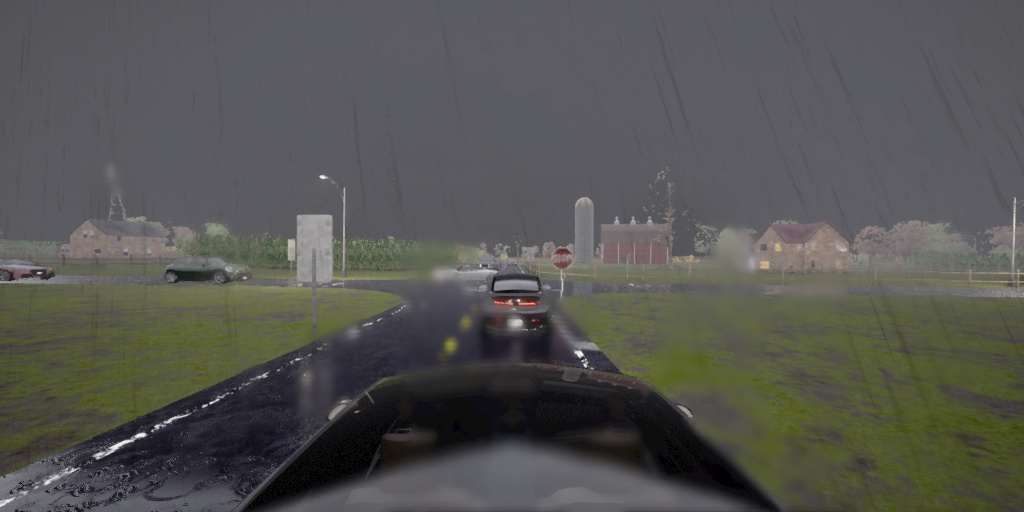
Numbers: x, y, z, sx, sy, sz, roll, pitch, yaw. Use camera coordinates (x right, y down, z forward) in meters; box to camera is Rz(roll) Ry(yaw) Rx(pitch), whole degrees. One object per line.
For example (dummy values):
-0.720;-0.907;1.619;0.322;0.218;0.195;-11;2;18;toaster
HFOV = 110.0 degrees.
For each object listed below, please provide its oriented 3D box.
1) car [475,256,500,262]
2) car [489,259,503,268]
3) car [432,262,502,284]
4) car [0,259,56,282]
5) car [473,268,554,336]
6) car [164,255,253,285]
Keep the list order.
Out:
-2.822;0.990;39.853;2.150;2.045;5.566;0;0;0;car
-2.765;1.290;61.651;2.128;1.511;4.902;0;0;1;car
-3.371;1.334;26.620;4.718;1.301;1.895;1;-1;-39;car
-32.250;0.879;22.956;4.181;1.385;1.994;1;1;0;car
0.106;1.255;10.383;1.837;1.490;4.892;0;0;0;car
-19.315;0.861;22.987;4.553;1.767;2.097;1;1;0;car
